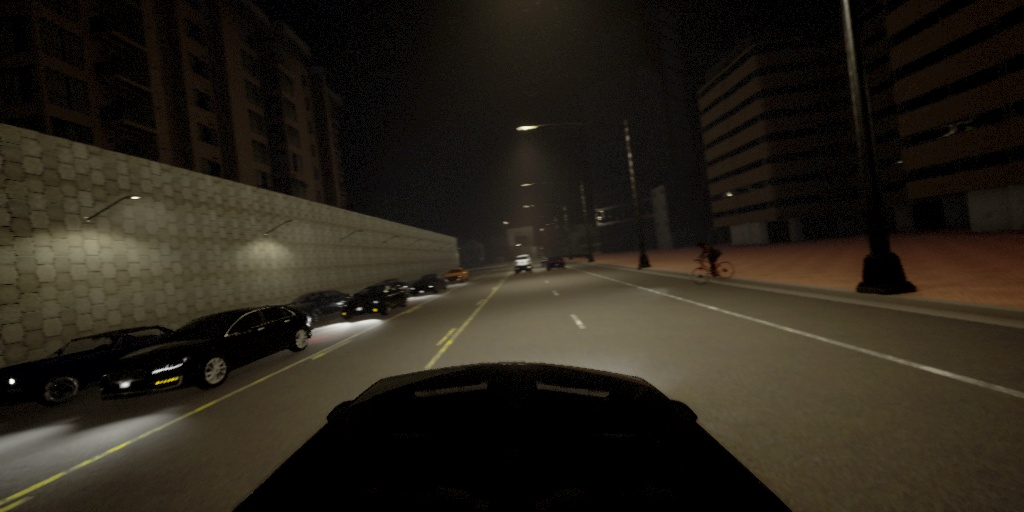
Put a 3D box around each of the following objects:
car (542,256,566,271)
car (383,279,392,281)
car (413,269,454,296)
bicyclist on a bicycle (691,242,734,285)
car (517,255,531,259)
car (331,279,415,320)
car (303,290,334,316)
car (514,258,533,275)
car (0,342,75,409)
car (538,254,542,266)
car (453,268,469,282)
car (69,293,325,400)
[{"bbox_3d":[4.709,0.737,39.499,1.882,1.535,5.008,-7,0,2],"label":"car"},{"bbox_3d":[-9.793,2.572,28.739,1.994,1.385,4.181,-7,0,2],"label":"car"},{"bbox_3d":[-6.352,2.133,28.056,2.033,1.411,5.357,-7,0,2],"label":"car"},{"bbox_3d":[7.606,0.220,13.789,1.656,1.620,0.582,-14,0,2],"label":"bicyclist on a bicycle"},{"bbox_3d":[1.662,0.884,51.585,2.150,2.045,5.566,-7,0,2],"label":"car"},{"bbox_3d":[-6.749,2.173,17.981,1.994,1.385,4.181,-7,0,3],"label":"car"},{"bbox_3d":[-10.197,2.581,18.829,2.033,1.411,5.357,-7,0,2],"label":"car"},{"bbox_3d":[1.255,1.284,39.637,1.895,1.301,4.718,-7,0,2],"label":"car"},{"bbox_3d":[-10.567,2.656,9.299,1.895,1.301,4.718,-7,0,2],"label":"car"},{"bbox_3d":[5.169,0.726,52.044,2.128,1.511,4.902,-7,0,3],"label":"car"},{"bbox_3d":[-5.907,2.033,38.425,1.882,1.535,5.008,-7,0,2],"label":"car"},{"bbox_3d":[-7.112,2.136,9.083,1.837,1.490,4.892,-7,0,3],"label":"car"}]
